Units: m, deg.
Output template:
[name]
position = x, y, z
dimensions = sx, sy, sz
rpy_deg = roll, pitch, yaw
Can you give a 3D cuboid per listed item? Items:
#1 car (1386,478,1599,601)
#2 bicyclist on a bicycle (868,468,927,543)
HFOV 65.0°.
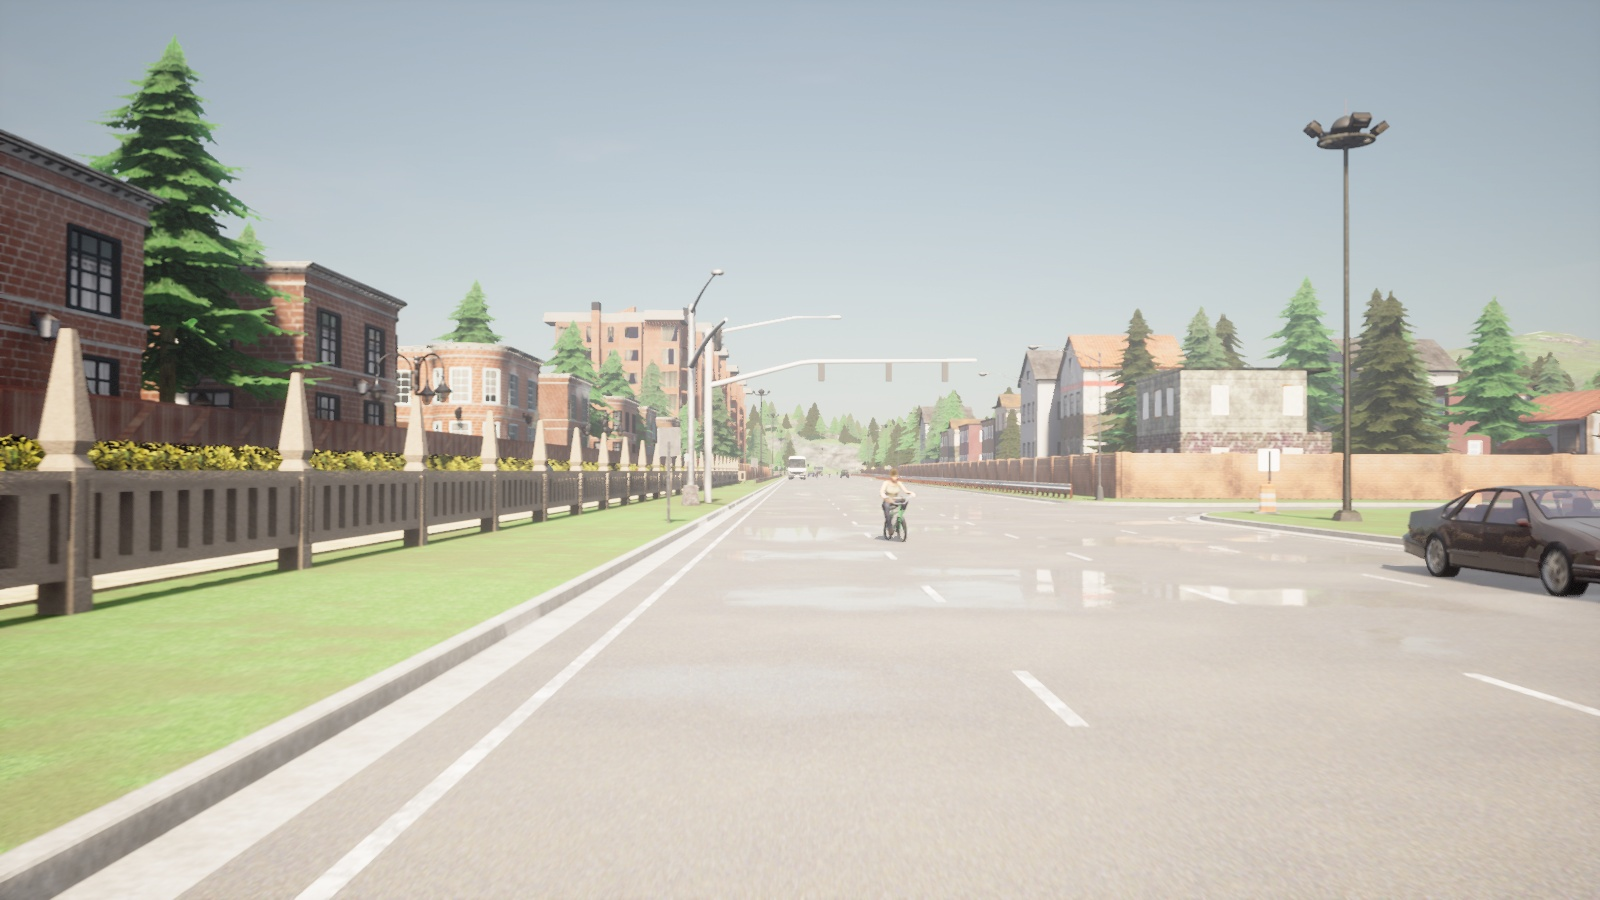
[car]
position = 10.457, 1.113, 17.514
dimensions = 2.033, 1.411, 5.357
rpy_deg = 0, -1, 0
[bicyclist on a bicycle]
position = 2.147, 1.209, 27.863
dimensions = 0.866, 1.612, 1.509
rpy_deg = 0, -1, -14
